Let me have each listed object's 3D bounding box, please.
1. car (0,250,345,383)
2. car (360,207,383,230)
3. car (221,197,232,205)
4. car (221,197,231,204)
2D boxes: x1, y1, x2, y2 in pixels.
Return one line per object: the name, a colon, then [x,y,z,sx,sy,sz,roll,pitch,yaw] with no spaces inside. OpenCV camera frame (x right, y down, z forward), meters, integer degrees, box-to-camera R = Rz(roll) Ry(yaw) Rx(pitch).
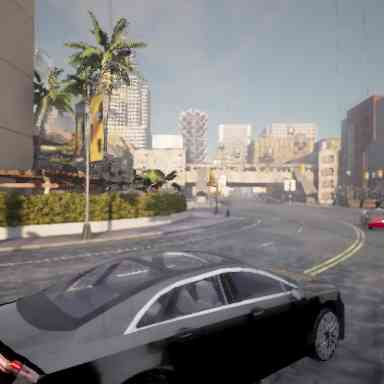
car: [0.117,1.528,4.247,4.902,1.511,2.128,1,-1,-39]
car: [13.250,1.886,23.577,1.994,1.385,4.181,0,-1,19]
car: [8.544,2.254,79.928,2.097,1.535,5.008,0,-1,3]
car: [8.800,2.188,86.351,2.185,1.767,4.553,0,-1,3]
